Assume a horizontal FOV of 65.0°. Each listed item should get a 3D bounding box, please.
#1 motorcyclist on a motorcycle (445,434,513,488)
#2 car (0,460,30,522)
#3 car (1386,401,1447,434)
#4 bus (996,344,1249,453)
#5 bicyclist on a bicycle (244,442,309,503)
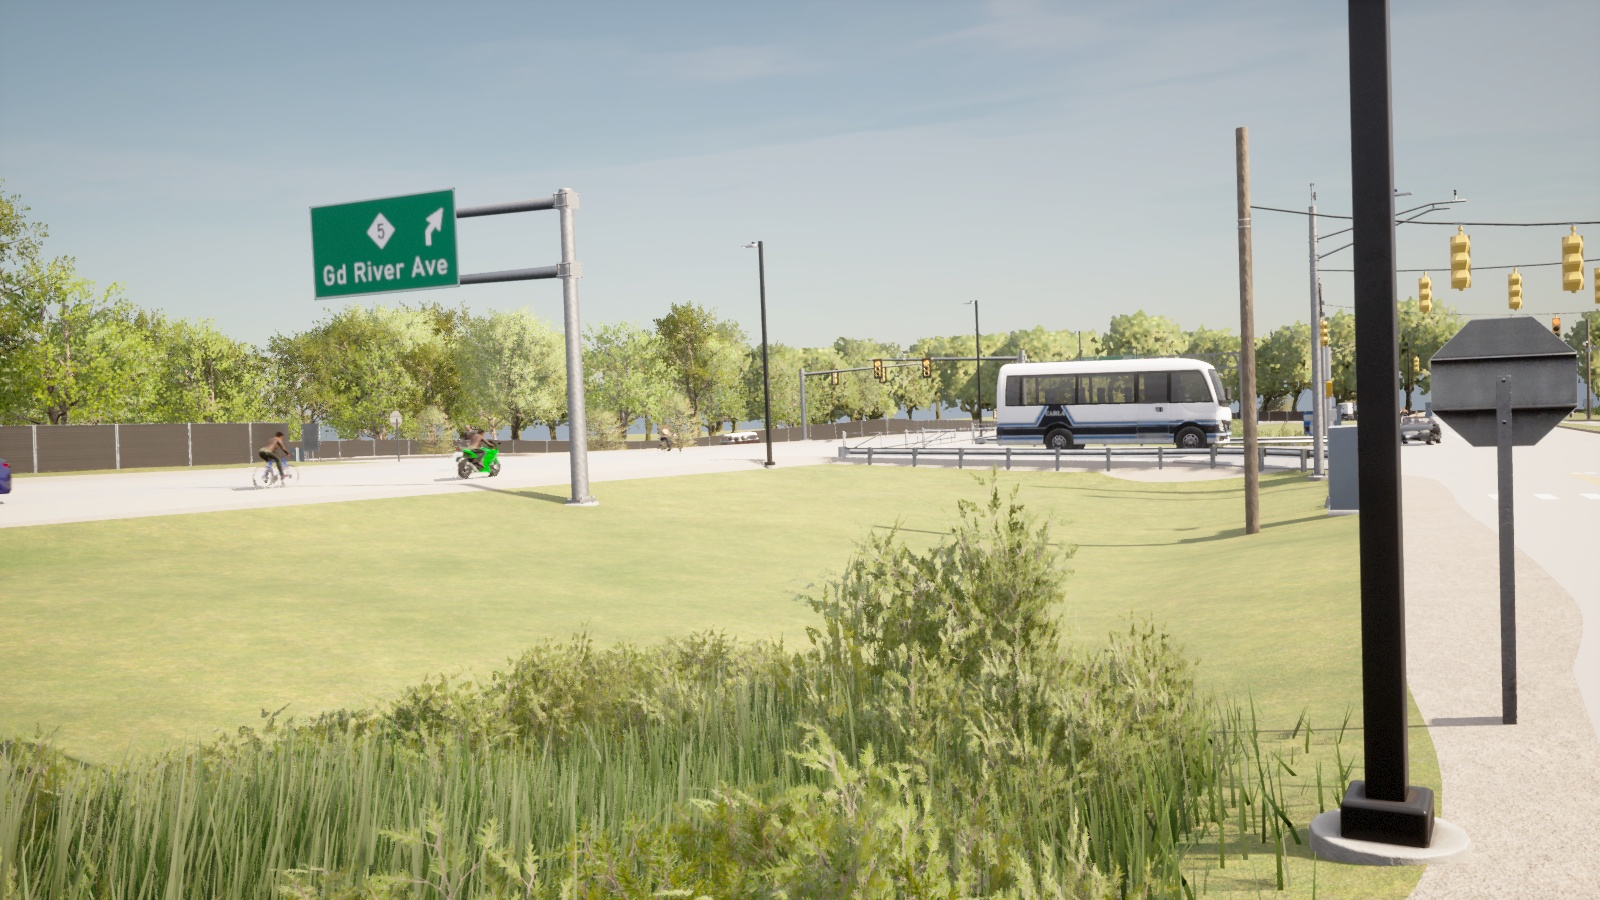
[{"bbox_3d":[-9.753,0.326,38.243,0.797,1.523,2.044,-3,1,24],"label":"motorcyclist on a motorcycle"},{"bbox_3d":[-21.288,1.137,29.677,2.163,1.488,4.792,-3,1,24],"label":"car"},{"bbox_3d":[32.762,-1.764,66.676,2.128,1.511,4.902,-2,1,35],"label":"car"},{"bbox_3d":[14.372,-2.192,56.015,10.273,4.253,3.944,-2,2,24],"label":"bus"},{"bbox_3d":[-14.805,0.623,35.552,0.582,1.620,1.656,-3,1,24],"label":"bicyclist on a bicycle"}]
